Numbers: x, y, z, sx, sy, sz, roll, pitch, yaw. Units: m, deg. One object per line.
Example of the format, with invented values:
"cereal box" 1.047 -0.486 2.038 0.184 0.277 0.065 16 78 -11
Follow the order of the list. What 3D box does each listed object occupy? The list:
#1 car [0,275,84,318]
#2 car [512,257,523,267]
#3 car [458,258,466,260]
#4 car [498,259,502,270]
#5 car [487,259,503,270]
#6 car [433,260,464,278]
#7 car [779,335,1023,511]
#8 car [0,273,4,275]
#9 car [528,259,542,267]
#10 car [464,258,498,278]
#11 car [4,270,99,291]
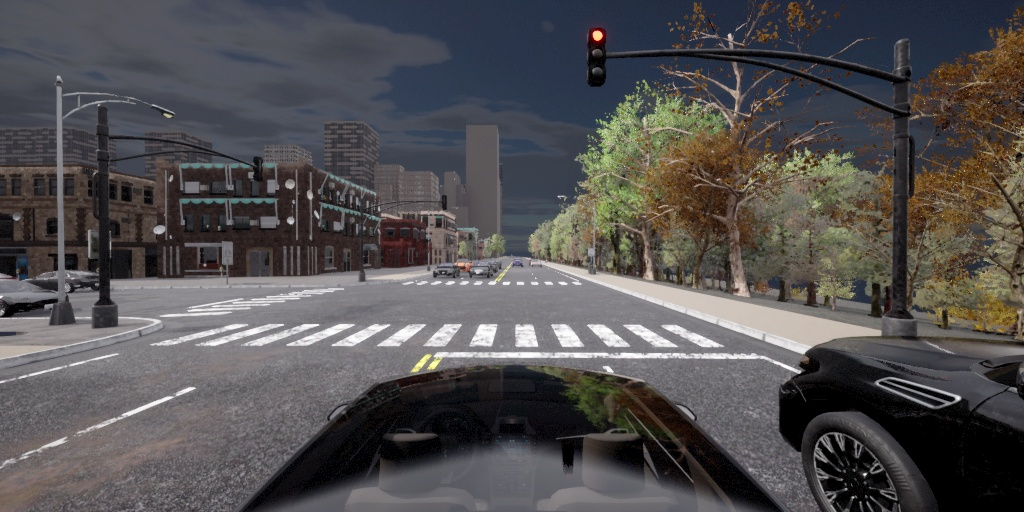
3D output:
"car" -19.766 1.565 13.704 4.313 1.339 1.948 0 0 1
"car" 1.002 1.252 63.791 1.812 1.442 4.674 0 0 1
"car" -5.914 1.088 43.751 2.097 1.767 4.553 0 0 1
"car" -2.673 1.227 43.260 2.128 1.511 4.902 0 0 1
"car" -2.503 1.223 53.502 2.128 1.511 4.902 0 0 1
"car" -6.080 1.304 33.755 1.994 1.385 4.181 0 0 1
"car" 3.322 0.972 0.665 2.150 2.045 5.566 0 0 1
"car" -33.493 1.654 22.449 4.207 1.307 1.802 0 0 1
"car" 4.362 1.327 64.121 1.895 1.301 4.718 0 0 1
"car" -2.820 1.232 33.769 2.128 1.511 4.902 0 0 3
"car" -27.958 1.560 22.352 4.403 1.370 2.007 0 0 1
